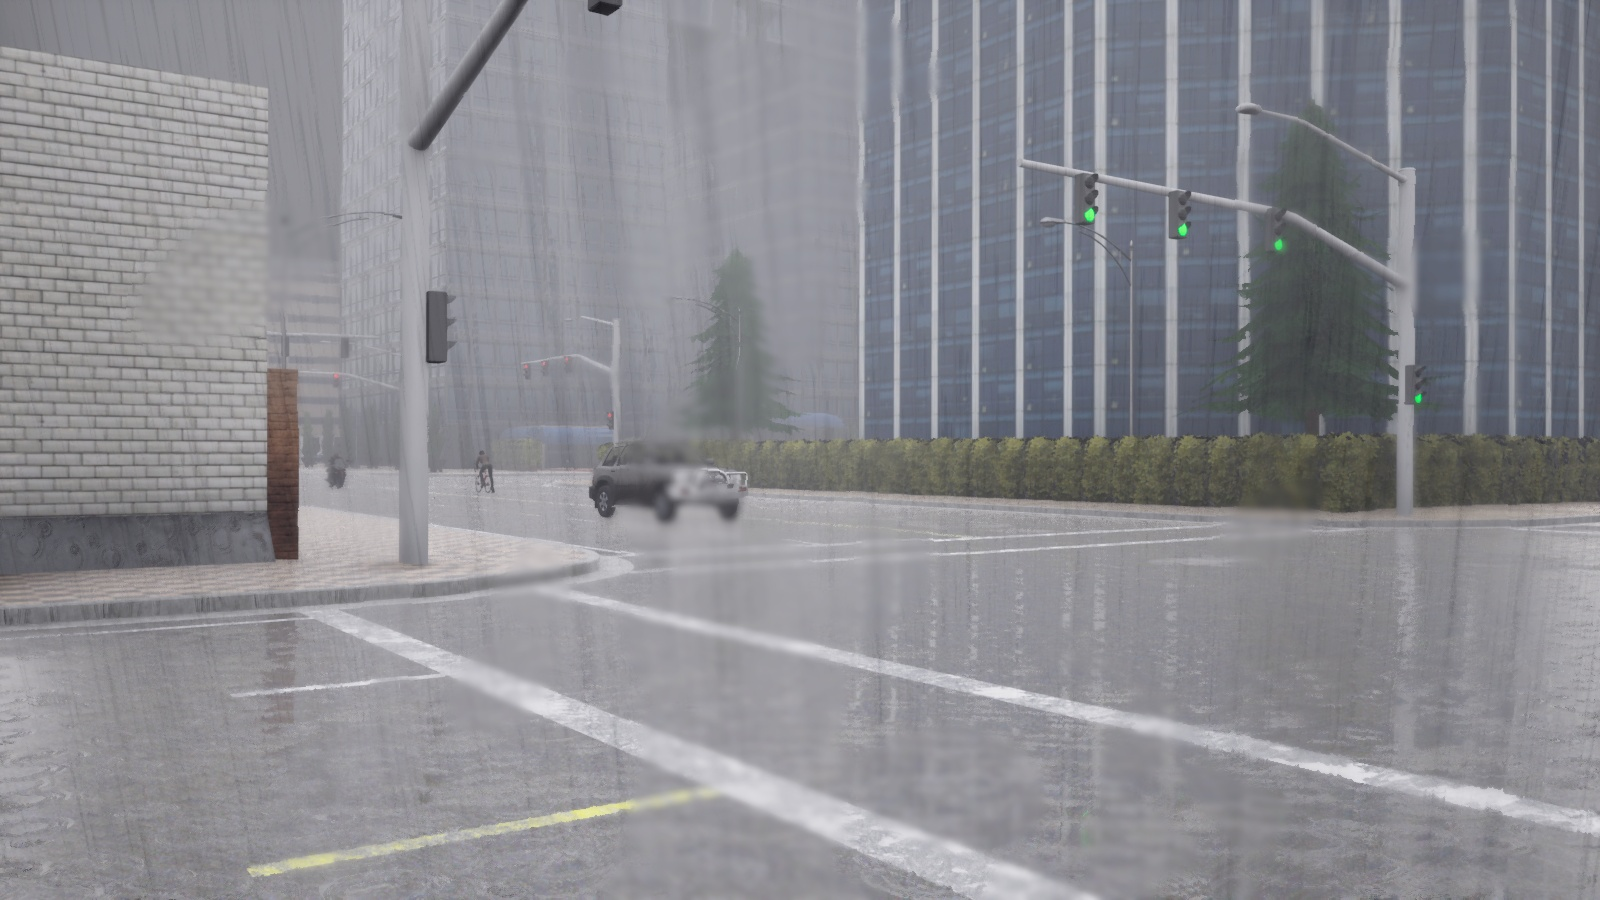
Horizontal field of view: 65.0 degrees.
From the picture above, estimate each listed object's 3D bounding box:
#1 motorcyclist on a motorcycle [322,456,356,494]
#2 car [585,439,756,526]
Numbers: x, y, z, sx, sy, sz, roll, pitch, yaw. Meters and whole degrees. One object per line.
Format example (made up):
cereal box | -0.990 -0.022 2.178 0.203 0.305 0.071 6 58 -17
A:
motorcyclist on a motorcycle | -19.090 1.003 51.944 0.866 1.530 2.191 0 0 -32
car | -3.097 0.695 29.092 1.932 1.855 4.605 0 0 -35
